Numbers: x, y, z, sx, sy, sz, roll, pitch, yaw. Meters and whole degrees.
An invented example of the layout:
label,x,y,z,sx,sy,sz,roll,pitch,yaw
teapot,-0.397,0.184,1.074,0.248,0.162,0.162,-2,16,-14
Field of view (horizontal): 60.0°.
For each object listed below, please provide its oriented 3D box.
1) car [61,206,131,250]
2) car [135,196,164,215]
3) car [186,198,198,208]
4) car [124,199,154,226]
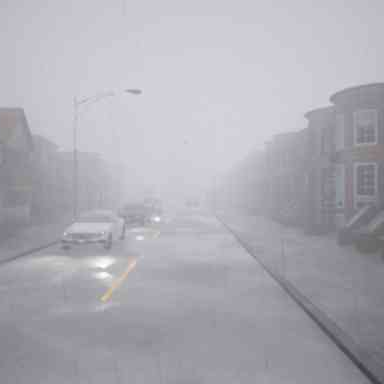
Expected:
label,x,y,z,sx,sy,sz,roll,pitch,yaw
car,-4.097,1.534,14.531,1.812,1.442,4.674,0,0,-1
car,-4.060,1.372,33.509,2.097,1.767,4.553,0,0,0
car,0.016,1.577,49.322,2.033,1.411,5.357,0,0,0
car,-4.088,1.519,23.717,1.837,1.490,4.892,0,0,0
